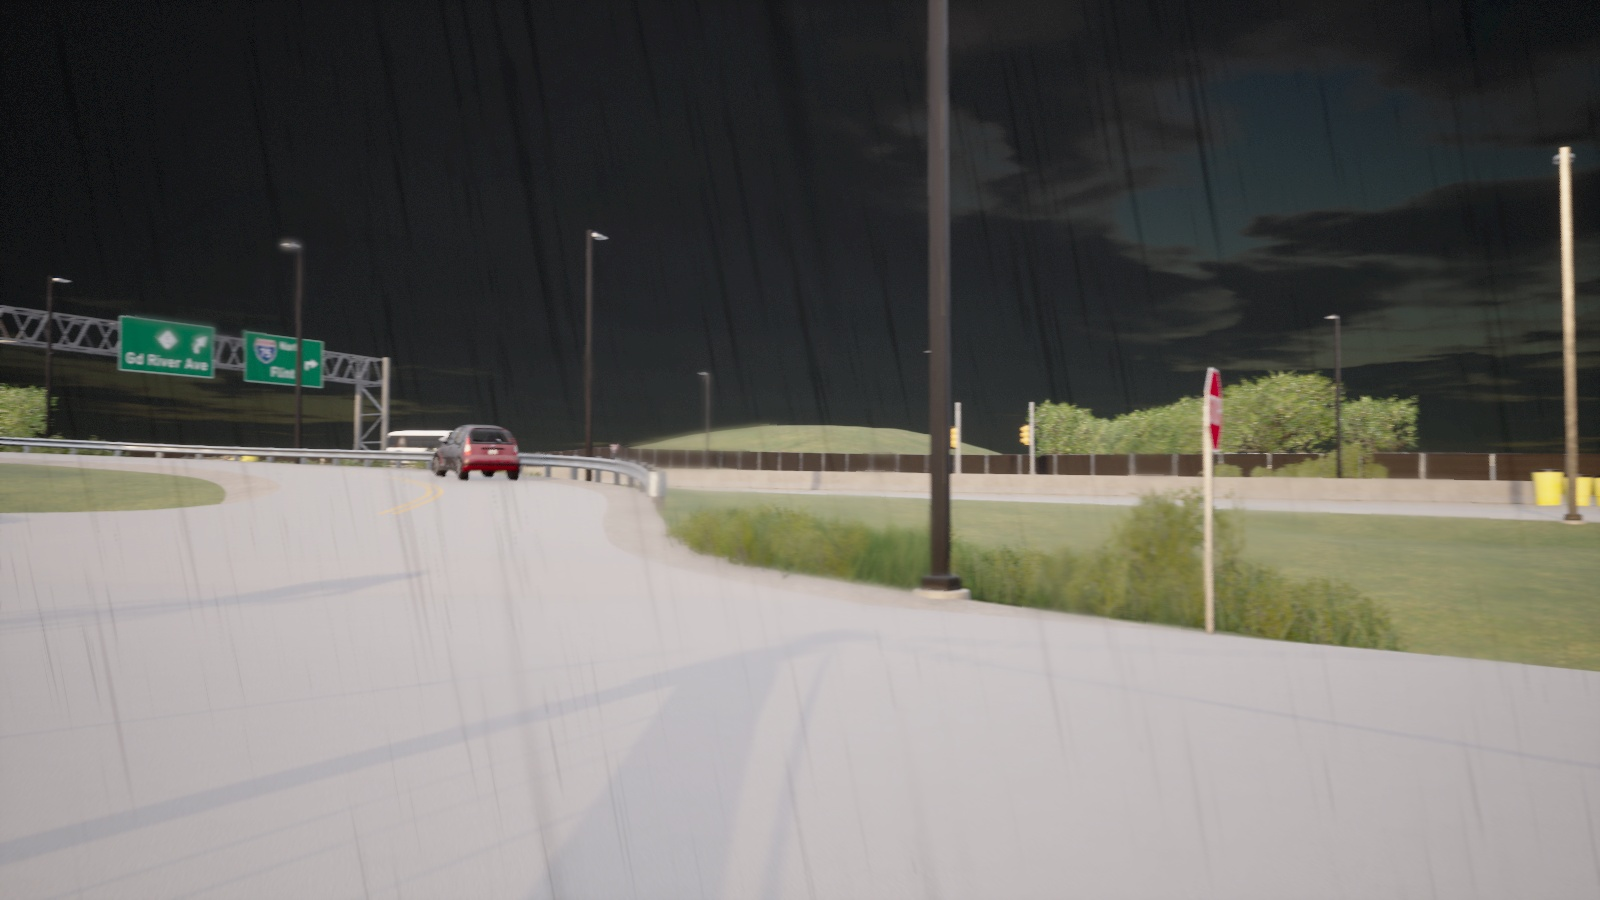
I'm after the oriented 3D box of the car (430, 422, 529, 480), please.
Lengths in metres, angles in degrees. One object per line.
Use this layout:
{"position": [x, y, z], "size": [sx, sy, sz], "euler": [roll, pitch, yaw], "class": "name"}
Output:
{"position": [-9.629, -0.006, 37.573], "size": [1.851, 1.617, 3.988], "euler": [1, 0, -29], "class": "car"}
